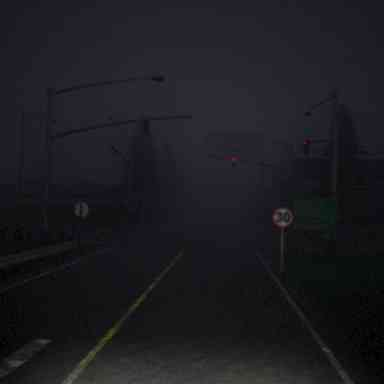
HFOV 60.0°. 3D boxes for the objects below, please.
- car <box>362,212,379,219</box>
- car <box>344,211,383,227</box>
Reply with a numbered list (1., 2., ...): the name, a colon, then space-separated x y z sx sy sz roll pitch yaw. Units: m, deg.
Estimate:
1. car: 42.296 5.510 78.950 2.007 1.523 4.514 1 -2 5
2. car: 17.499 3.211 34.259 3.866 1.878 1.905 1 -2 5
